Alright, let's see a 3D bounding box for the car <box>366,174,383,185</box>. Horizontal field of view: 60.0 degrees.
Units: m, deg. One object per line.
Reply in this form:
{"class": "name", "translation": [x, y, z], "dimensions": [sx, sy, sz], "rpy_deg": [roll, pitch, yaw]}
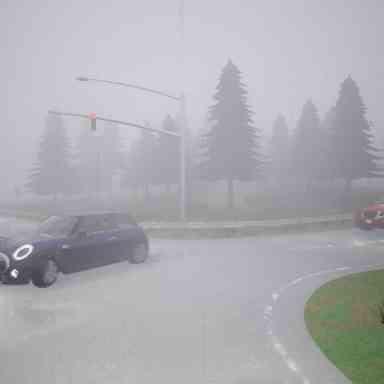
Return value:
{"class": "car", "translation": [28.057, -2.127, 51.174], "dimensions": [2.150, 2.045, 5.566], "rpy_deg": [0, 5, 25]}

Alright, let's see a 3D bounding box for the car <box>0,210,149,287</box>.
{"class": "car", "translation": [-3.384, 1.358, 9.539], "dimensions": [2.097, 1.767, 4.553], "rpy_deg": [1, 0, 36]}

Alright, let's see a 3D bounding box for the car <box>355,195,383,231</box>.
{"class": "car", "translation": [11.124, 0.962, 17.338], "dimensions": [5.566, 2.045, 2.150], "rpy_deg": [-3, 1, -24]}
